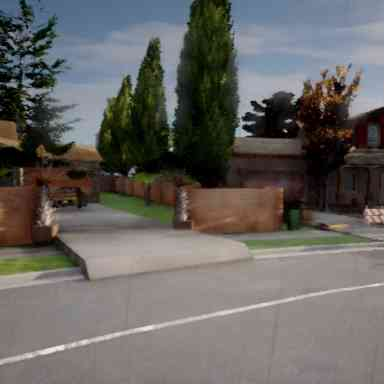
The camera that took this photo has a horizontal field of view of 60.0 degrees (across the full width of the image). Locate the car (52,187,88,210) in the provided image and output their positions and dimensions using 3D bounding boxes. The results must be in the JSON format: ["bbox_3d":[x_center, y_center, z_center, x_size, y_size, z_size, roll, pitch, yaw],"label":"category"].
[{"bbox_3d":[-8.180,0.379,22.560,1.816,1.474,4.193,-2,1,-10],"label":"car"}]
